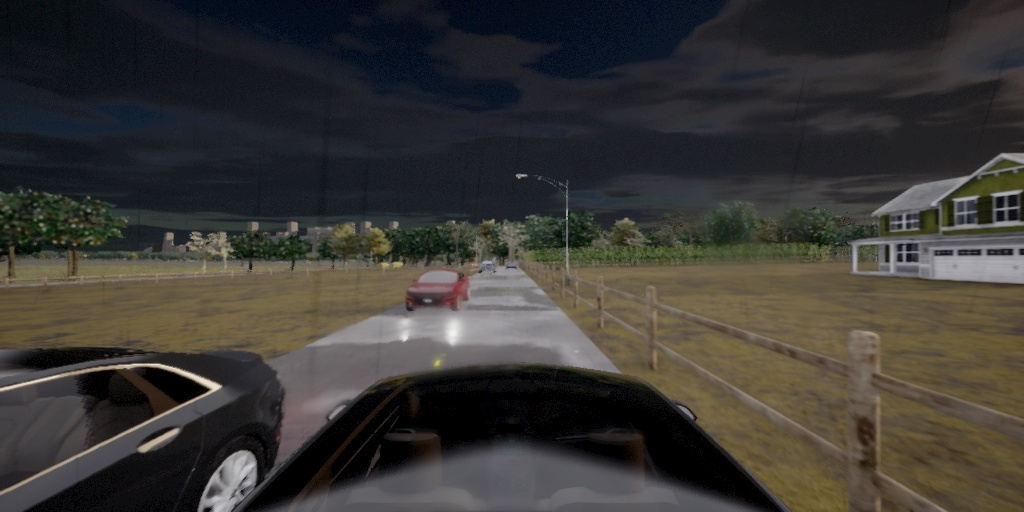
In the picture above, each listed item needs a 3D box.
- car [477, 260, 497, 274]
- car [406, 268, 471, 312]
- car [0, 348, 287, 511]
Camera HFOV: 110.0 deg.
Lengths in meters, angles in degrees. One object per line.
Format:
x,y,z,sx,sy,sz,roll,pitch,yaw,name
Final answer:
-2.802,1.224,41.568,1.812,1.442,4.674,0,0,0,car
-2.852,1.269,14.712,1.882,1.535,5.008,0,0,0,car
-2.845,1.259,1.094,1.837,1.490,4.892,0,0,0,car
